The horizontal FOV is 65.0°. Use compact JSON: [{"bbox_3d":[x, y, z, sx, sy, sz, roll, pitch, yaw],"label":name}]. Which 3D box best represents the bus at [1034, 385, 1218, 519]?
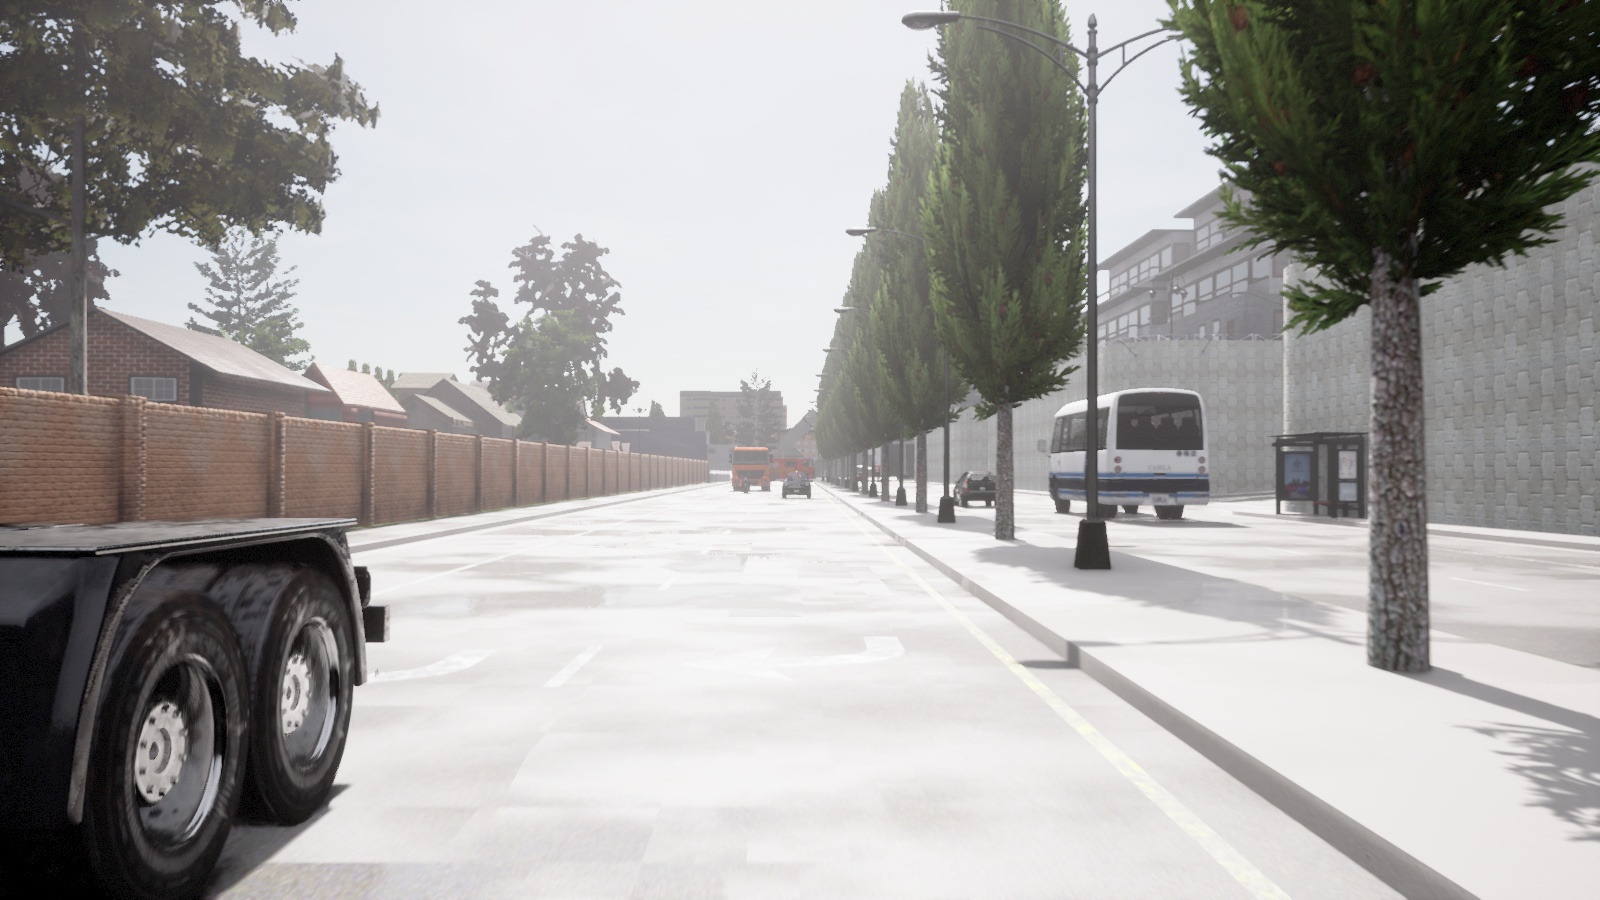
[{"bbox_3d":[11.385,0.151,45.329,3.944,4.253,10.273,0,-1,0],"label":"bus"}]

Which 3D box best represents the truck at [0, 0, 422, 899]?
[{"bbox_3d":[-3.511,-0.104,2.922,2.891,3.462,7.936,0,-1,0],"label":"truck"}]

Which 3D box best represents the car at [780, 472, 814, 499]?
[{"bbox_3d":[-0.174,2.032,71.819,1.845,1.501,3.633,0,-1,0],"label":"car"}]

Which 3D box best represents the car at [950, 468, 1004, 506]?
[{"bbox_3d":[7.863,1.616,56.136,1.851,1.617,3.988,0,-1,0],"label":"car"}]
